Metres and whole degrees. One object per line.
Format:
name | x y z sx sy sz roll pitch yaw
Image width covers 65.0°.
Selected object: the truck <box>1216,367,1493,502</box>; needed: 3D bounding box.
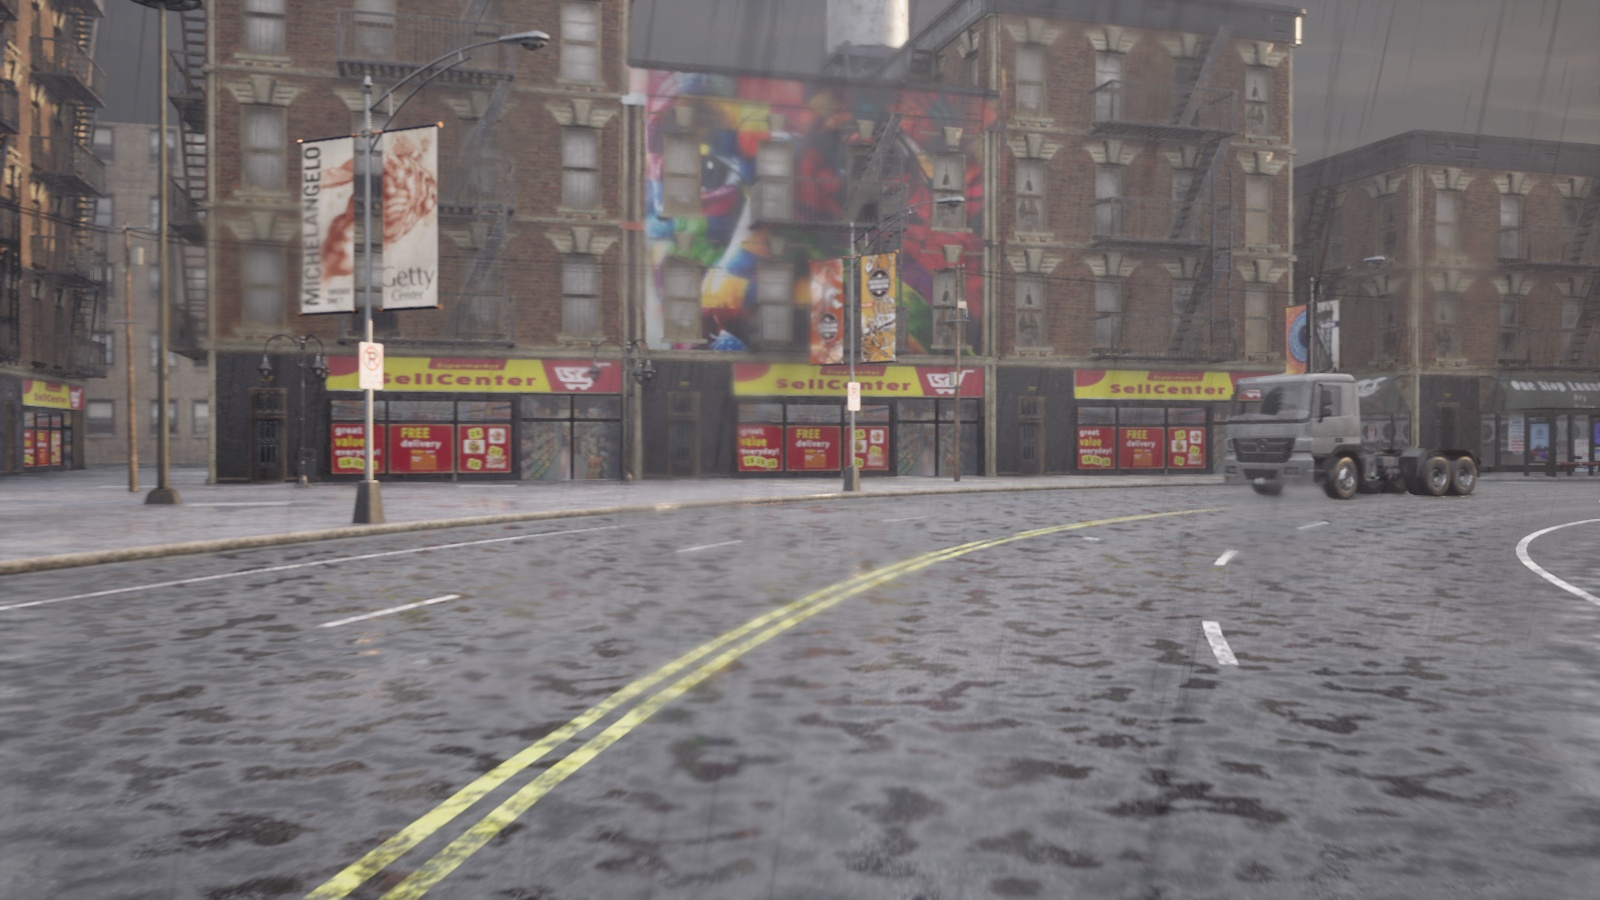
truck | 15.696 -0.409 35.404 7.936 3.462 2.891 0 0 -28
